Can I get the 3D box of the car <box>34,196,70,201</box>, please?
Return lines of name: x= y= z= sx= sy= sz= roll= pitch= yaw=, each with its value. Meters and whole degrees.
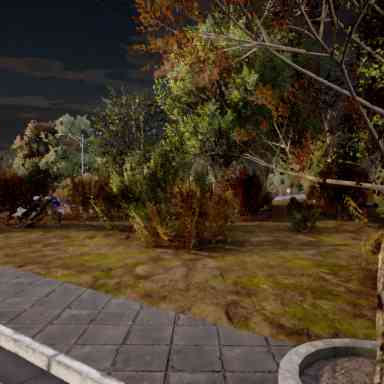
car: x=-17.523 y=1.247 z=41.286 sx=1.882 sy=1.535 sz=5.008 roll=0 pitch=0 yaw=32

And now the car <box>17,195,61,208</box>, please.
car: x=-20.038 y=1.222 z=43.862 sx=1.882 sy=1.535 sz=5.008 roll=0 pitch=0 yaw=32
